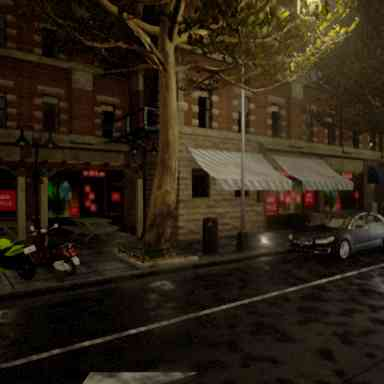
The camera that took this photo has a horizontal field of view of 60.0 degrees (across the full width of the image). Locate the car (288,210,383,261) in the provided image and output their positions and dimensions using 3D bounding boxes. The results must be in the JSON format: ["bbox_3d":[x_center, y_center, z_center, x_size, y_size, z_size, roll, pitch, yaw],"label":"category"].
[{"bbox_3d":[5.562,1.440,12.213,4.892,1.521,2.231,0,0,-35],"label":"car"}]
